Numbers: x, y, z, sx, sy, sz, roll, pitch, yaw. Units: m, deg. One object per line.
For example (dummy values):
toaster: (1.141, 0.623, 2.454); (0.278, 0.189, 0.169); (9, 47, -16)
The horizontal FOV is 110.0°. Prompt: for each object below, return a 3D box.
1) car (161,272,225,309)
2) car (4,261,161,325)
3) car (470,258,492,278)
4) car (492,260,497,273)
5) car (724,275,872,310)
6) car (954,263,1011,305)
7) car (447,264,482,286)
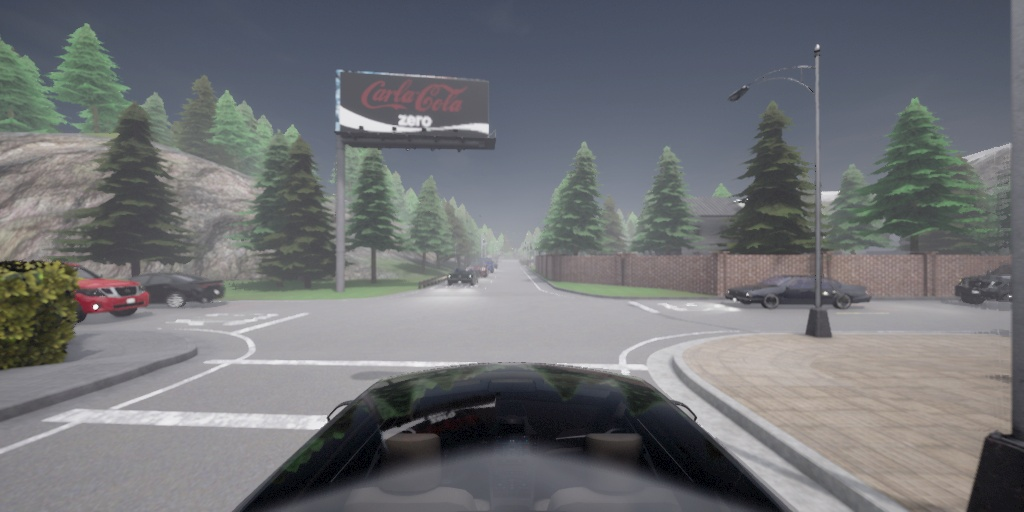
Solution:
car: (-15.868, 1.486, 16.038); (5.008, 1.535, 1.882); (0, -1, -6)
car: (-16.020, 1.208, 12.155); (5.566, 2.045, 2.150); (0, 0, -7)
car: (-3.580, 1.306, 37.166); (2.097, 1.767, 4.553); (0, 0, 0)
car: (-3.567, 1.239, 47.987); (2.150, 2.045, 5.566); (0, -1, 0)
car: (12.552, 1.555, 15.899); (5.357, 1.411, 2.033); (0, 0, 1)
car: (23.163, 1.227, 15.709); (5.566, 2.045, 2.150); (0, 0, 1)
car: (-3.587, 1.495, 26.772); (1.895, 1.301, 4.718); (0, 0, 0)
